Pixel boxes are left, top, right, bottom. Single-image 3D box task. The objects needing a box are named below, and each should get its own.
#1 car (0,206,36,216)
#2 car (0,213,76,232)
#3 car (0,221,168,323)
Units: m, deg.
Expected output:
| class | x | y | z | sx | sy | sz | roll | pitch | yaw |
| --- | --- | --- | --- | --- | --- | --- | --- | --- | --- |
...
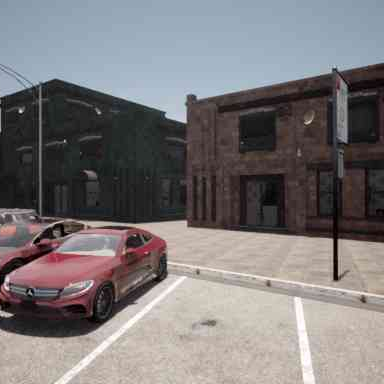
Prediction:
| class | x | y | z | sx | sy | sz | roll | pitch | yaw |
| --- | --- | --- | --- | --- | --- | --- | --- | --- | --- |
| car | -6.826 | 1.366 | 10.953 | 2.185 | 1.767 | 4.553 | 1 | -1 | 15 |
| car | -4.398 | 1.518 | 9.156 | 2.163 | 1.488 | 4.792 | 1 | -1 | 15 |
| car | -1.940 | 1.527 | 7.450 | 2.002 | 1.452 | 4.674 | 1 | -1 | 15 |
